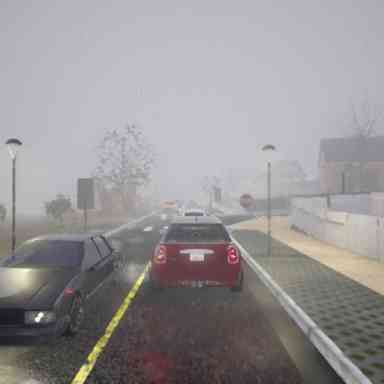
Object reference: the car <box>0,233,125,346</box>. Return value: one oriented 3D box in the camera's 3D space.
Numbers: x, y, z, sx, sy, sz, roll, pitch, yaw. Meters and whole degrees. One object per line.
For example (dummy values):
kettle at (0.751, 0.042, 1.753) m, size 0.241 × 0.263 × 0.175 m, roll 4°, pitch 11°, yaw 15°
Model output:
car at (-2.744, 1.619, 7.024) m, size 2.033 × 1.411 × 5.357 m, roll 0°, pitch -1°, yaw 0°

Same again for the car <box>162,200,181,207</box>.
car at (-2.807, 1.925, 42.927) m, size 1.882 × 1.535 × 5.008 m, roll 0°, pitch -1°, yaw 0°

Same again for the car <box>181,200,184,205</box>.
car at (-2.770, 2.144, 58.431) m, size 1.812 × 1.442 × 4.674 m, roll 0°, pitch -1°, yaw 0°

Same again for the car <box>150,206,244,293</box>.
car at (0.106, 1.447, 9.286) m, size 2.097 × 1.767 × 4.553 m, roll 0°, pitch -1°, yaw 0°

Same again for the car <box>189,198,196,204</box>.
car at (0.070, 2.252, 82.561) m, size 1.812 × 1.442 × 4.674 m, roll 0°, pitch -1°, yaw 0°

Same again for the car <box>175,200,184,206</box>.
car at (-2.687, 2.382, 73.904) m, size 1.895 × 1.301 × 4.718 m, roll 0°, pitch -1°, yaw 0°

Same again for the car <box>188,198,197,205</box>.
car at (0.062, 2.323, 72.552) m, size 1.994 × 1.385 × 4.181 m, roll 0°, pitch -1°, yaw 0°
